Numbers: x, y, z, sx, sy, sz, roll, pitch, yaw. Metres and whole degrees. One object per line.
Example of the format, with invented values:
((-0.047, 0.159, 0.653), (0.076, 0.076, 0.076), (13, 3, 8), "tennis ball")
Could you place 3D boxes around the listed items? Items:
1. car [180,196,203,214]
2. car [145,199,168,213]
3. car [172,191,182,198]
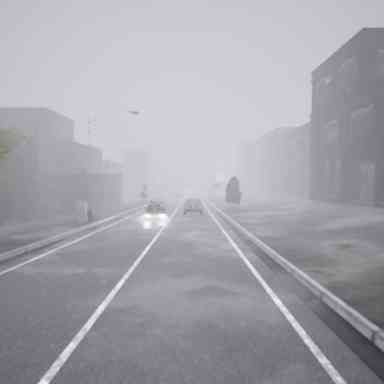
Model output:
((0.116, 1.333, 31.827), (2.033, 1.411, 5.357), (0, 1, 0), "car")
((-3.574, 1.361, 34.018), (1.895, 1.301, 4.718), (0, 1, 0), "car")
((-3.411, 0.528, 75.514), (2.097, 1.767, 4.553), (0, 0, 0), "car")
